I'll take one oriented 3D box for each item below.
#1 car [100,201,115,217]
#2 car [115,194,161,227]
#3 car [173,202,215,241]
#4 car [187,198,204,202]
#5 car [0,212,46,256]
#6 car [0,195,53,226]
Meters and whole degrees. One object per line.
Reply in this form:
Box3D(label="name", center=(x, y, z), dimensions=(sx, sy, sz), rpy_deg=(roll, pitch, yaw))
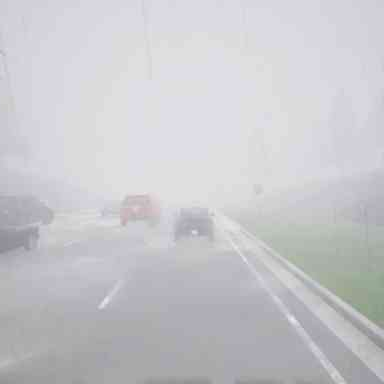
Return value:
Box3D(label="car", center=(-6.824, 1.480, 30.236), dimensions=(2.033, 1.411, 5.357), rpy_deg=(0, 0, 1))
Box3D(label="car", center=(-3.394, 1.171, 22.694), dimensions=(2.150, 2.045, 5.566), rpy_deg=(0, 0, 0))
Box3D(label="car", center=(0.100, 1.468, 16.590), dimensions=(1.837, 1.490, 4.892), rpy_deg=(0, 0, 0))
Box3D(label="car", center=(0.368, 1.443, 37.242), dimensions=(1.812, 1.442, 4.674), rpy_deg=(0, 0, 2))
Box3D(label="car", center=(-6.900, 1.576, 11.008), dimensions=(1.895, 1.301, 4.718), rpy_deg=(0, 0, 0))
Box3D(label="car", center=(-10.398, 1.177, 20.036), dimensions=(2.150, 2.045, 5.566), rpy_deg=(0, 0, 0))
